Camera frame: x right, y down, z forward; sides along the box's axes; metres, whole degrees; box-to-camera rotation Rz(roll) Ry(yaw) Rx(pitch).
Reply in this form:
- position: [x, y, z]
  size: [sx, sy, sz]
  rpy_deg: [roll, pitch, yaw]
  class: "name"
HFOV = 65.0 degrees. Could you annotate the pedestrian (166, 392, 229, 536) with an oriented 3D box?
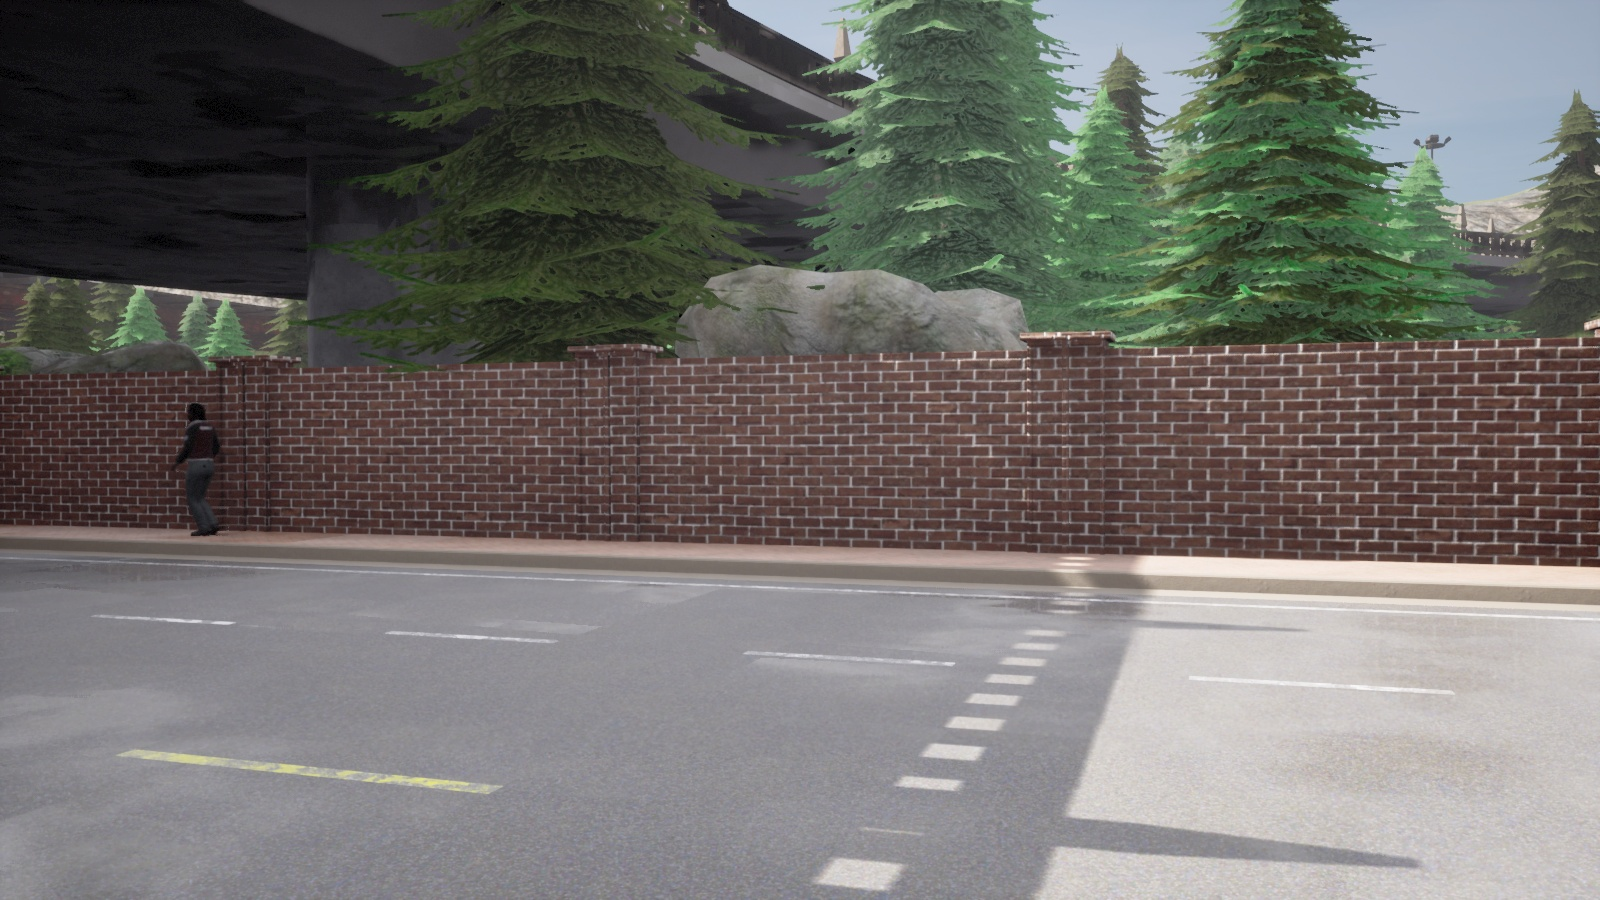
- position: [-8.175, 0.182, 17.045]
  size: [0.666, 1.930, 0.402]
  rpy_deg: [0, 1, 16]
  class: "pedestrian"
